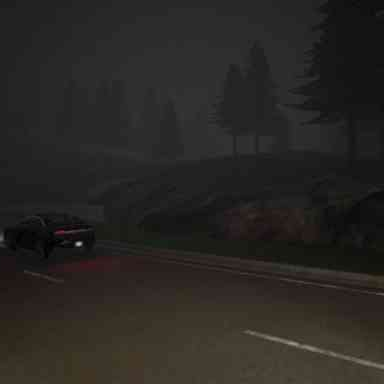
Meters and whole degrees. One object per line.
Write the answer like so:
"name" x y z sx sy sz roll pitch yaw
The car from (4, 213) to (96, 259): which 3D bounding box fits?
"car" -5.670 1.576 13.012 4.902 1.511 2.128 -1 0 42
